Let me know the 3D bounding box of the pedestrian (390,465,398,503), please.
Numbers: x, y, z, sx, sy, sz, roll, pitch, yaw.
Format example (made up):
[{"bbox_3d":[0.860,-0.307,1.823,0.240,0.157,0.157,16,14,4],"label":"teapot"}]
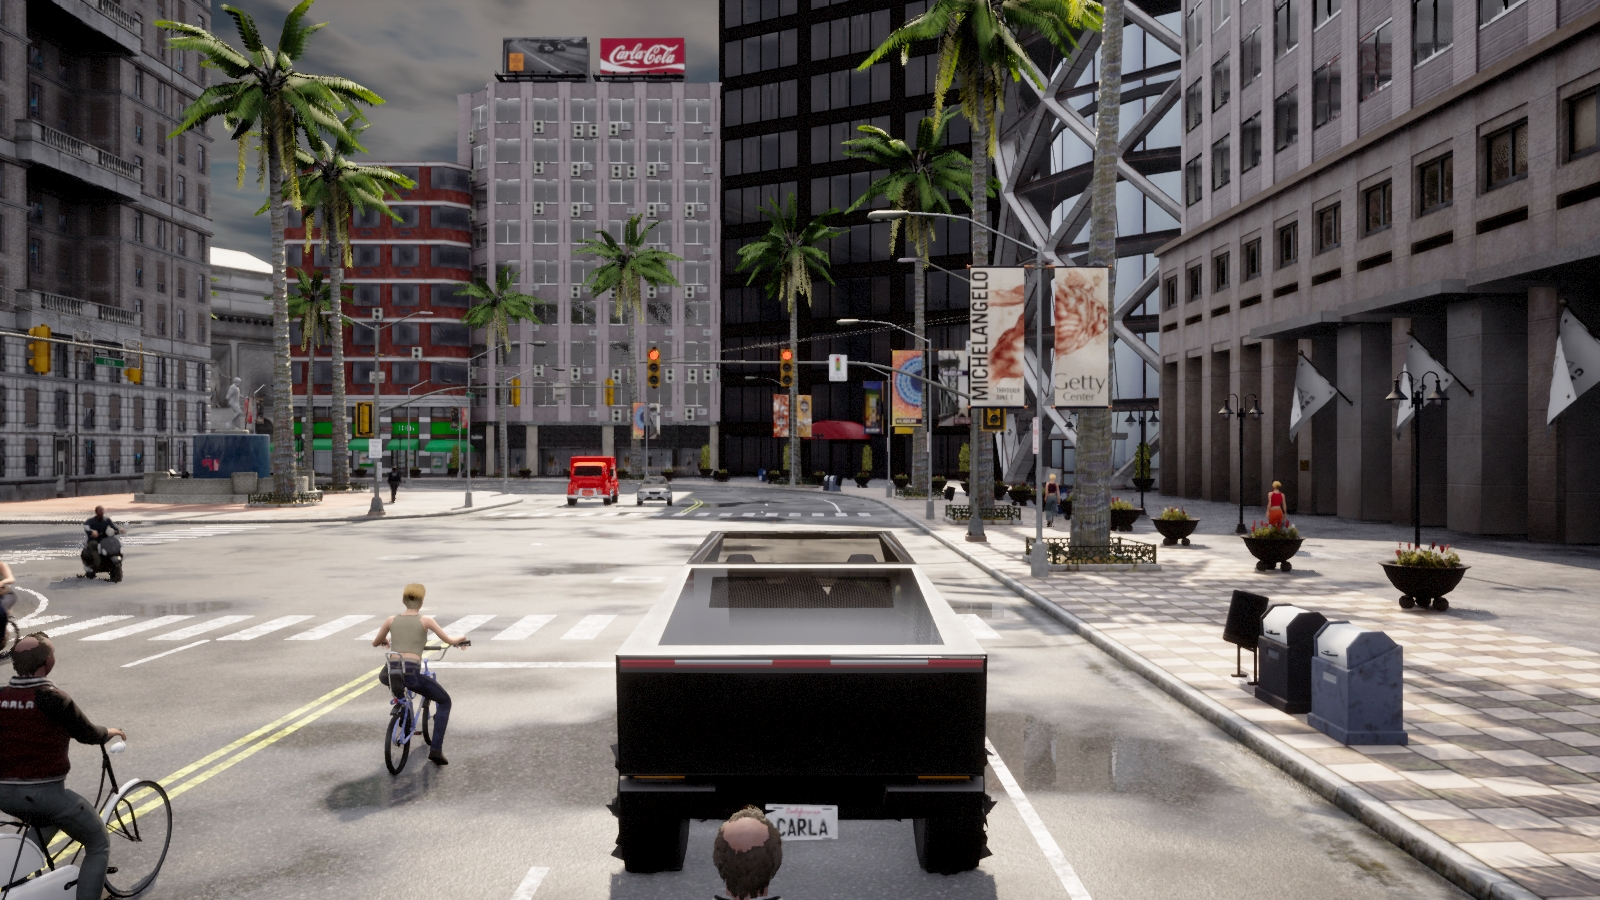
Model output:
[{"bbox_3d":[-20.271,1.696,57.024,0.375,1.860,0.375,0,0,-18],"label":"pedestrian"}]

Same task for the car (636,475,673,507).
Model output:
[{"bbox_3d":[-7.460,2.066,58.811,1.816,1.474,4.193,0,0,-7],"label":"car"}]

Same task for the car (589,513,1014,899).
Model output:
[{"bbox_3d":[0.011,1.753,9.550,2.390,2.098,6.274,0,0,0],"label":"car"}]

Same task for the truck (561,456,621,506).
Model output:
[{"bbox_3d":[-10.821,1.568,59.475,2.627,2.467,5.204,0,0,-5],"label":"truck"}]

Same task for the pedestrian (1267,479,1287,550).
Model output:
[{"bbox_3d":[12.613,1.704,30.207,0.375,1.860,0.375,0,0,3],"label":"pedestrian"}]

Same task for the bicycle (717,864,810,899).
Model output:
[{"bbox_3d":[-0.147,2.210,3.549,0.329,1.171,1.835,0,0,1],"label":"bicycle"}]

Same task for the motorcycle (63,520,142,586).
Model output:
[{"bbox_3d":[-14.929,2.182,24.448,1.805,1.236,0.856,0,1,38],"label":"motorcycle"}]

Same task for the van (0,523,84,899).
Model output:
[{"bbox_3d":[-3.501,1.534,1.043,1.988,2.561,5.915,0,0,0],"label":"van"}]

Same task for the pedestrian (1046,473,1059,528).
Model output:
[{"bbox_3d":[8.557,1.698,38.767,0.375,1.860,0.375,0,0,1],"label":"pedestrian"}]

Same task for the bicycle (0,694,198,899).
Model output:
[{"bbox_3d":[-4.243,2.210,6.662,0.329,1.171,1.835,0,0,6],"label":"bicycle"}]

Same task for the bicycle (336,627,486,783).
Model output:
[{"bbox_3d":[-3.473,2.256,10.347,0.859,1.080,1.487,0,0,0],"label":"bicycle"}]
